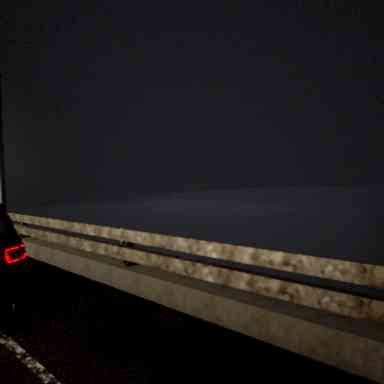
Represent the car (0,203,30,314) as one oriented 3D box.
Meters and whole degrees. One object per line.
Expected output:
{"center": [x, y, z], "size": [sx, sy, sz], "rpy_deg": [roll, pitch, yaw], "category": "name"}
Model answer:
{"center": [-5.038, 1.122, 6.272], "size": [5.566, 2.045, 2.150], "rpy_deg": [0, 2, 44], "category": "car"}
